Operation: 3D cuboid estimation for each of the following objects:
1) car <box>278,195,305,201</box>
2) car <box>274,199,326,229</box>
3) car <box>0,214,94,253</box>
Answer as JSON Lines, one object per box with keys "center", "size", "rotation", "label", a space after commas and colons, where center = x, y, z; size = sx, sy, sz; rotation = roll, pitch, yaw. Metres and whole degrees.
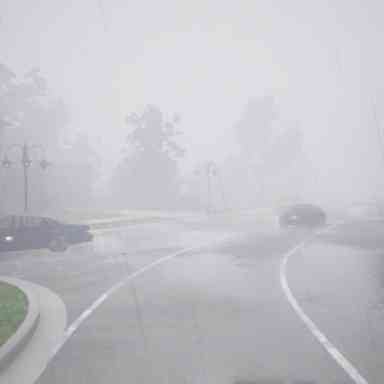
{"center": [9.157, 1.097, 30.513], "size": [2.097, 1.767, 4.553], "rotation": [0, 1, 34], "label": "car"}
{"center": [6.895, 1.388, 20.482], "size": [1.994, 1.385, 4.181], "rotation": [0, 0, 33], "label": "car"}
{"center": [-6.414, 1.525, 12.129], "size": [5.357, 1.411, 2.033], "rotation": [-1, 0, -30], "label": "car"}
